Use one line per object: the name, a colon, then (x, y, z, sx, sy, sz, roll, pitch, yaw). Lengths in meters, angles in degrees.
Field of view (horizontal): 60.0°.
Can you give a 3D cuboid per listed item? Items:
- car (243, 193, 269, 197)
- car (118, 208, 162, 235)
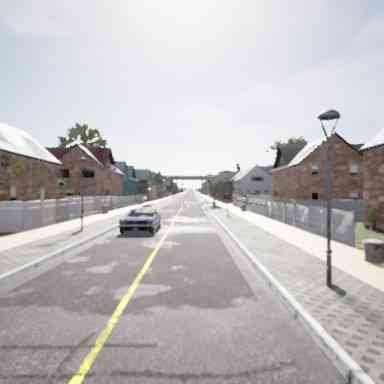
car: (11.548, 1.146, 57.911, 5.566, 2.045, 2.150, 0, -1, -1)
car: (-2.850, 1.578, 18.972, 1.895, 1.301, 4.718, 0, 0, 0)
